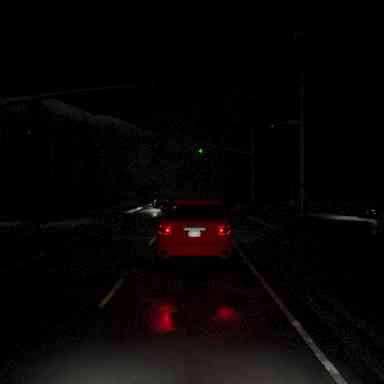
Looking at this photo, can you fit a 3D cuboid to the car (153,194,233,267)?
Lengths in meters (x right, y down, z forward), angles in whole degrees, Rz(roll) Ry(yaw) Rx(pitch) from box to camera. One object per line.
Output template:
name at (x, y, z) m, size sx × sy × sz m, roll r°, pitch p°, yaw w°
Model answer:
car at (0.078, 1.159, 11.295) m, size 2.150 × 2.045 × 5.566 m, roll 0°, pitch 0°, yaw 0°

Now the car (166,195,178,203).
car at (-3.584, 1.225, 60.884) m, size 1.994 × 1.385 × 4.181 m, roll 0°, pitch 0°, yaw 0°

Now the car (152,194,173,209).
car at (-3.613, 1.121, 41.503) m, size 2.097 × 1.767 × 4.553 m, roll 0°, pitch 0°, yaw 0°

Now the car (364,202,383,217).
car at (16.538, 1.370, 26.885) m, size 4.892 × 1.490 × 1.837 m, roll 0°, pitch 0°, yaw -2°

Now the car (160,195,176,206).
car at (-3.614, 1.207, 50.998) m, size 2.128 × 1.511 × 4.902 m, roll 0°, pitch 0°, yaw 0°

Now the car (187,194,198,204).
car at (0.069, 1.184, 57.518) m, size 1.837 × 1.490 × 4.892 m, roll 0°, pitch 0°, yaw 0°
